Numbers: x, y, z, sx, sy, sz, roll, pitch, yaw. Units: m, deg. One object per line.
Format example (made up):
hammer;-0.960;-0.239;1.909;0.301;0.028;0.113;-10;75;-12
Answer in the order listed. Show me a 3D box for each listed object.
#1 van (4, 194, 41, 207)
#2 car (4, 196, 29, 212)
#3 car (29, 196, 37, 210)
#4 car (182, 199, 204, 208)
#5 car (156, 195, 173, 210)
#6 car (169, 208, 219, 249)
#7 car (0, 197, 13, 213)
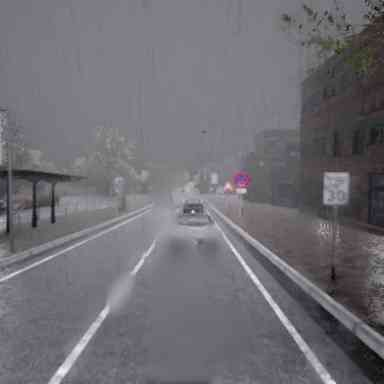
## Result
van;-22.001;1.277;43.356;4.442;1.987;1.878;0;0;0
car;-21.926;1.495;37.805;5.366;1.575;1.946;0;0;0
car;-22.145;1.530;40.582;4.792;1.488;2.163;0;0;0
car;0.091;1.430;31.060;1.837;1.490;4.892;0;1;0
car;-3.339;1.182;40.696;2.128;1.511;4.902;0;7;0
car;0.086;1.602;14.595;1.895;1.301;4.718;0;0;0
car;-22.137;1.526;35.031;4.792;1.488;2.163;0;0;0
